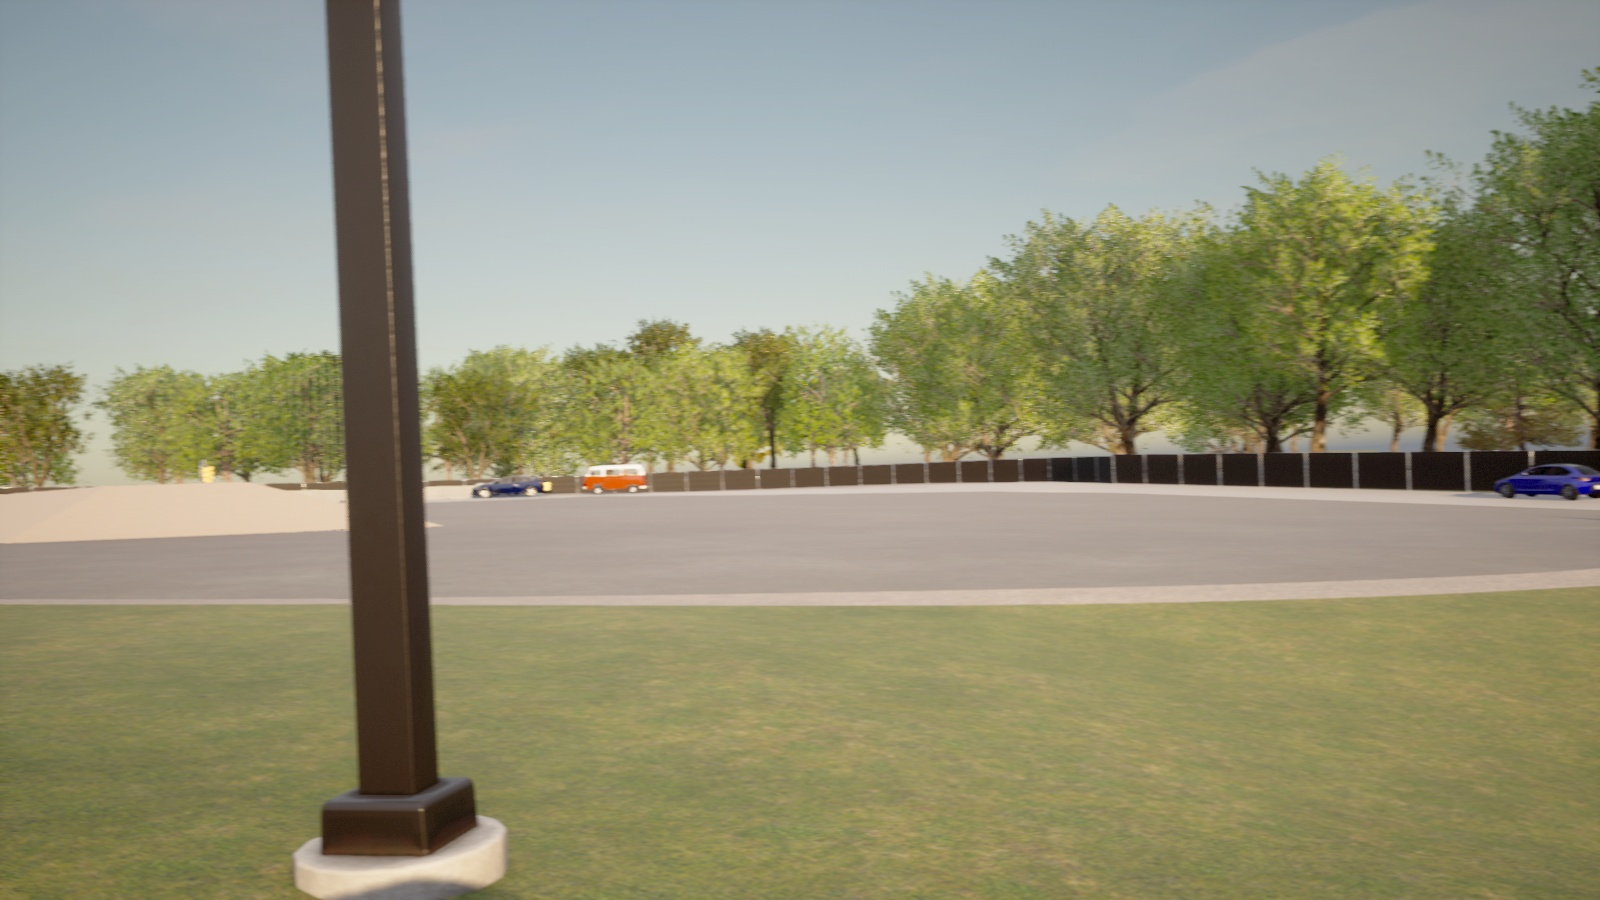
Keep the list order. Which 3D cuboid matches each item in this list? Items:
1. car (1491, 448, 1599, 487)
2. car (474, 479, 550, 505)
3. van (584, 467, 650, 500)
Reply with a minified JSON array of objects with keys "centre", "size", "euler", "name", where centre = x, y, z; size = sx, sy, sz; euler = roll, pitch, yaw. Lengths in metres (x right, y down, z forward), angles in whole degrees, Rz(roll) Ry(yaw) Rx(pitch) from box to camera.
[{"centre":[31.461,0.736,52.512],"size":[1.816,1.474,4.193],"euler":[-4,1,-24],"name":"car"},{"centre":[-19.261,2.824,83.927],"size":[4.792,1.488,2.163],"euler":[-2,-1,-14],"name":"car"},{"centre":[-12.943,2.357,88.950],"size":[4.480,2.038,2.069],"euler":[-2,0,-8],"name":"van"}]
